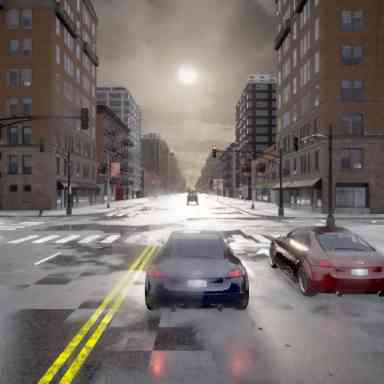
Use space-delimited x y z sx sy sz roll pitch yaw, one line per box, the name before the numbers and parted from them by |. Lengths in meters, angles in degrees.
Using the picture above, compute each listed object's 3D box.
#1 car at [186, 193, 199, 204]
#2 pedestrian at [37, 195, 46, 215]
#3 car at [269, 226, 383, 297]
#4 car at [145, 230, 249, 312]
car | 0.110 1.214 63.443 2.150 2.045 5.566 0 0 0
pedestrian | -14.138 1.170 31.123 0.375 1.860 0.375 0 0 0
car | 3.339 1.564 8.616 1.994 1.385 4.181 0 0 0
car | 0.089 1.564 7.798 1.994 1.385 4.181 0 0 0
